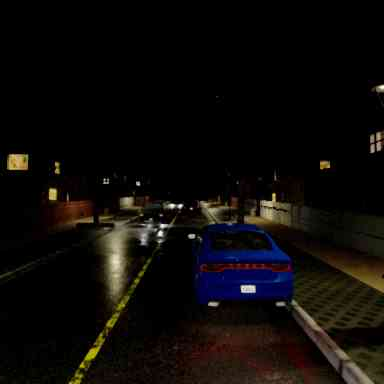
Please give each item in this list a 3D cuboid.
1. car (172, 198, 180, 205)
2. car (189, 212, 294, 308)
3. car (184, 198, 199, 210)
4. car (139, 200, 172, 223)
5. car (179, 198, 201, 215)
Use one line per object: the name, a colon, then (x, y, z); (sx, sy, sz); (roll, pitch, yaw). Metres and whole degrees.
car: (-2.933, 1.695, 63.079); (1.895, 1.301, 4.718); (0, 0, 0)
car: (0.940, 1.487, 8.081); (1.882, 1.535, 5.008); (0, 0, 0)
car: (-0.071, 1.564, 44.656); (1.837, 1.490, 4.892); (0, 0, 0)
car: (-2.926, 1.579, 26.297); (2.033, 1.411, 5.357); (0, 0, 0)
car: (-0.032, 1.608, 34.776); (1.994, 1.385, 4.181); (0, 0, 1)
